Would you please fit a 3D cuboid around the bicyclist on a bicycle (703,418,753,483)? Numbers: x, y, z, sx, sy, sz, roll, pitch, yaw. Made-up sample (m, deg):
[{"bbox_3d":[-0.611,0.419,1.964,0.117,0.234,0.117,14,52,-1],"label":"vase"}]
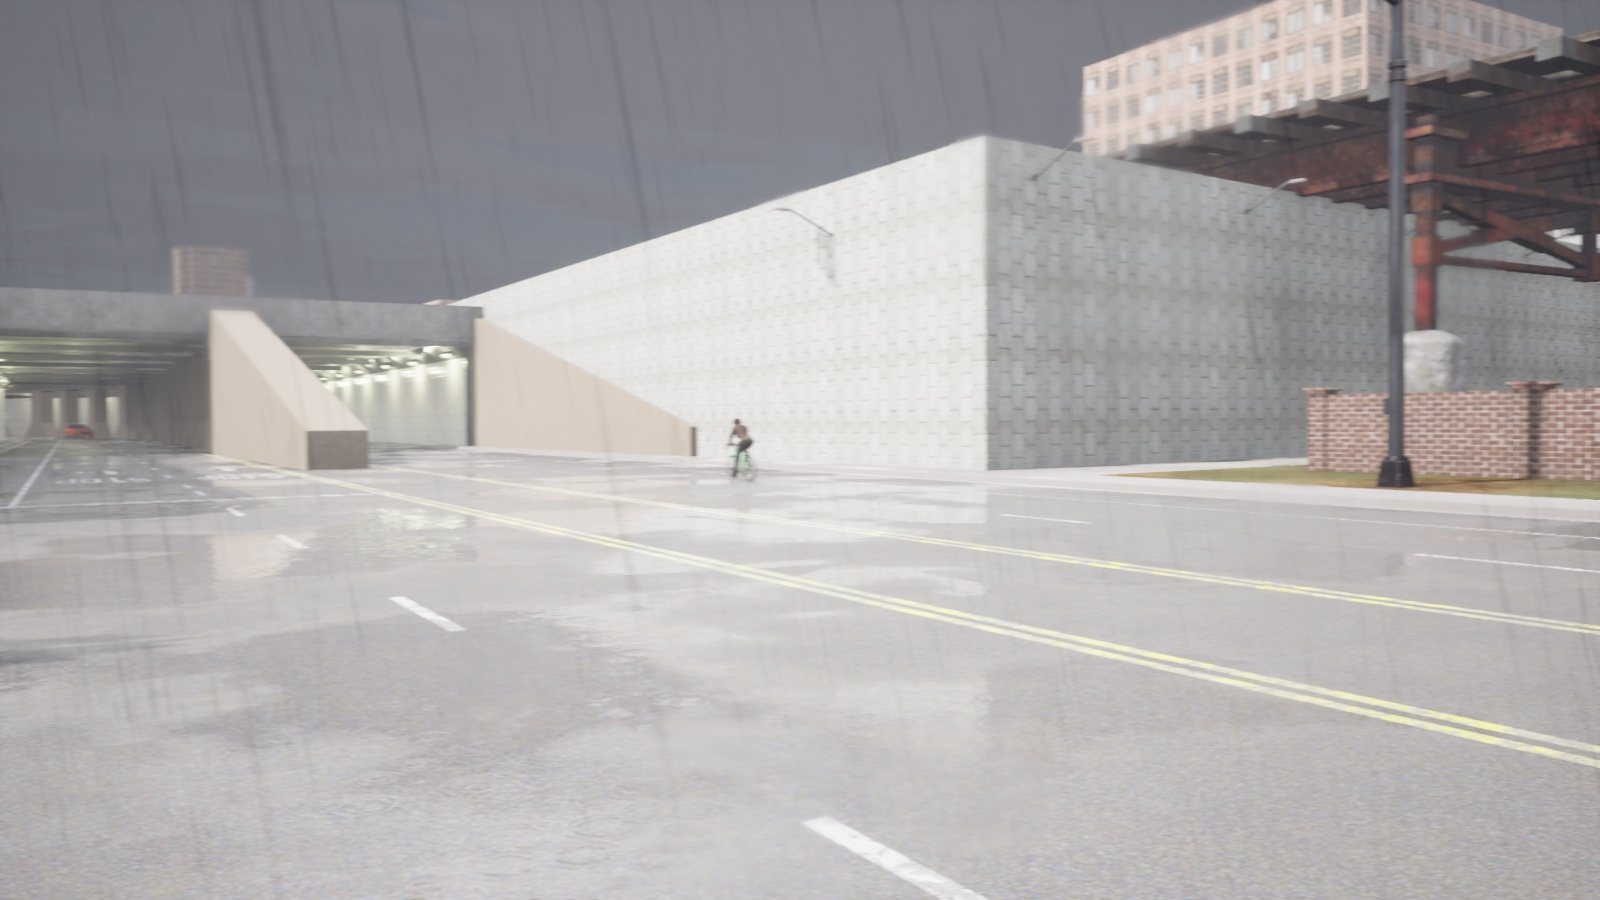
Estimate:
[{"bbox_3d":[-1.848,0.003,32.038,0.582,1.620,1.656,-1,1,-31],"label":"bicyclist on a bicycle"}]
